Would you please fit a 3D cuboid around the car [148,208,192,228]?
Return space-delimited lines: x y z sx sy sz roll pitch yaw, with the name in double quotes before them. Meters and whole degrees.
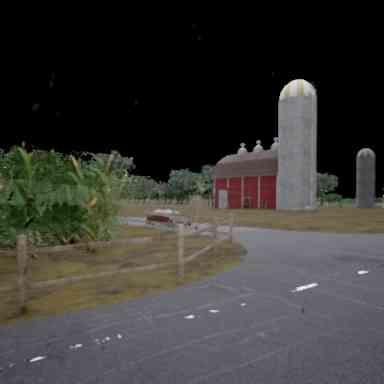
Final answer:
"car" -1.872 2.032 26.831 1.812 1.442 4.674 1 -2 -36
